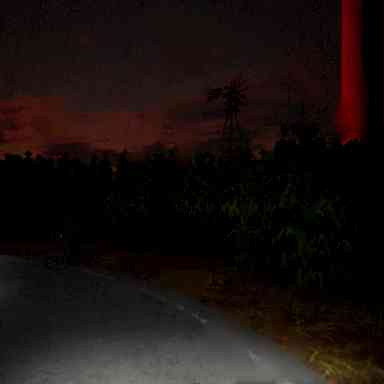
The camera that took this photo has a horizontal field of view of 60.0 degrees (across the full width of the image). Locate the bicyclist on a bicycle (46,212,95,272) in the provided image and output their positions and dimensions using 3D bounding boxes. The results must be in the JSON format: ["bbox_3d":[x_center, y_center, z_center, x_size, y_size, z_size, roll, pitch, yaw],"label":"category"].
[{"bbox_3d":[-3.483,1.406,9.638,0.582,1.620,1.656,0,1,34],"label":"bicyclist on a bicycle"}]
